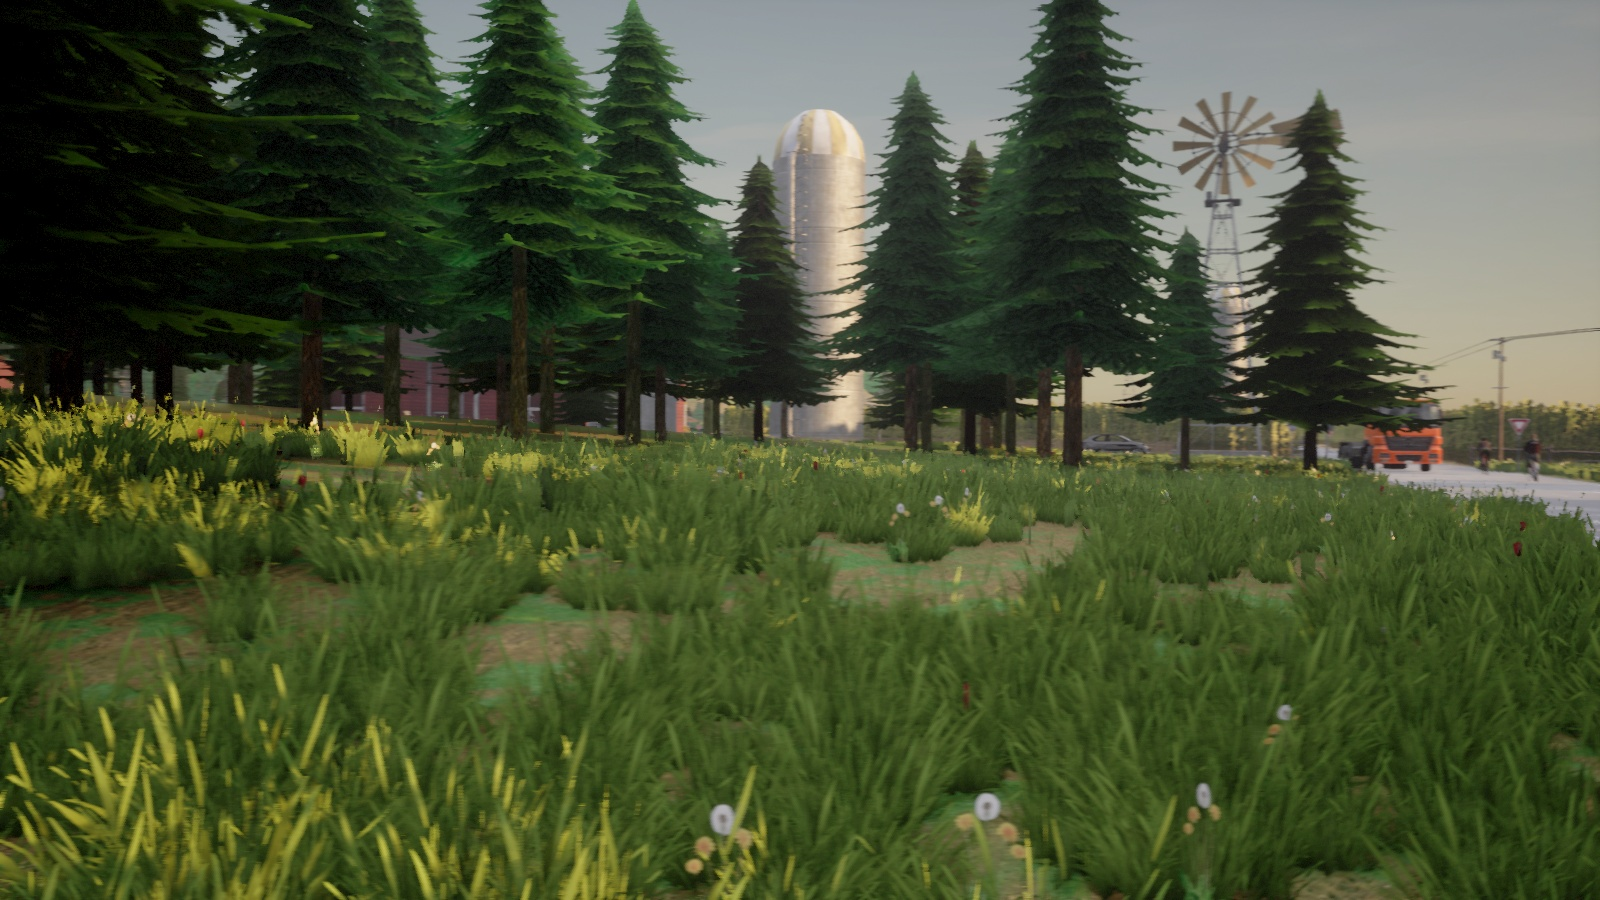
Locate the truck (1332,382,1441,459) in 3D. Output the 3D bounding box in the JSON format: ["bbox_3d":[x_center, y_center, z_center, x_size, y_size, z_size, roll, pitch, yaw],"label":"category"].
[{"bbox_3d":[28.106,-1.383,60.576,2.891,3.462,7.936,-1,1,11],"label":"truck"}]

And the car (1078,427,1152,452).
[{"bbox_3d":[19.002,-0.644,75.779,4.193,1.474,1.816,0,1,19],"label":"car"}]
